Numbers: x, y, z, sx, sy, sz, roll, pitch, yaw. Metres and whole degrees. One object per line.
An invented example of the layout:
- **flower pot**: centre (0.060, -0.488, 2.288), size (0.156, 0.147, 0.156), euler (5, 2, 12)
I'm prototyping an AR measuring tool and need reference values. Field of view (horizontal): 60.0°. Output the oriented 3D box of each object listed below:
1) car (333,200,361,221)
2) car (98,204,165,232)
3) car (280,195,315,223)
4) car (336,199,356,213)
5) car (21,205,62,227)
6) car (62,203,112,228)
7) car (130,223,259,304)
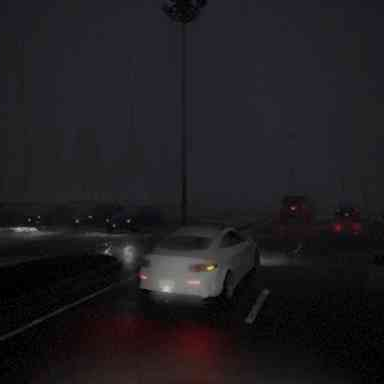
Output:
- **car**: centre (12.964, 1.585, 27.887), size (1.812, 1.442, 4.674), euler (0, 0, 24)
- **car**: centre (-3.318, 1.579, 20.415), size (1.812, 1.442, 4.674), euler (0, 0, 24)
- **car**: centre (8.408, 1.280, 26.351), size (2.150, 2.045, 5.566), euler (0, 0, 25)
- **car**: centre (18.150, 1.631, 39.222), size (2.033, 1.411, 5.357), euler (0, 0, 25)
- **car**: centre (-9.694, 1.630, 23.333), size (1.994, 1.385, 4.181), euler (0, 0, 25)
- **car**: centre (-6.089, 1.553, 22.798), size (2.128, 1.511, 4.902), euler (0, 0, 25)
- **car**: centre (0.402, 1.546, 8.280), size (1.812, 1.442, 4.674), euler (0, 0, 22)
